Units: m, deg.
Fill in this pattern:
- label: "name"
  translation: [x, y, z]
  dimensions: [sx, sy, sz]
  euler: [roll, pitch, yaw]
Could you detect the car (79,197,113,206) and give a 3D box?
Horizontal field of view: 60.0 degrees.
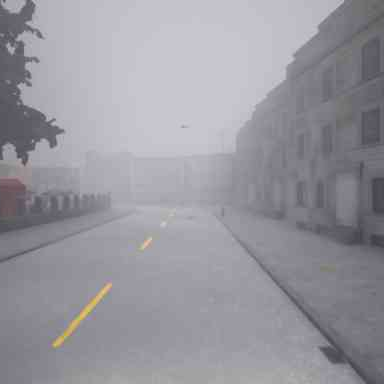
- label: "car"
  translation: [-13.277, 1.392, 45.211]
  dimensions: [5.008, 1.535, 1.882]
  euler: [0, 0, 3]
